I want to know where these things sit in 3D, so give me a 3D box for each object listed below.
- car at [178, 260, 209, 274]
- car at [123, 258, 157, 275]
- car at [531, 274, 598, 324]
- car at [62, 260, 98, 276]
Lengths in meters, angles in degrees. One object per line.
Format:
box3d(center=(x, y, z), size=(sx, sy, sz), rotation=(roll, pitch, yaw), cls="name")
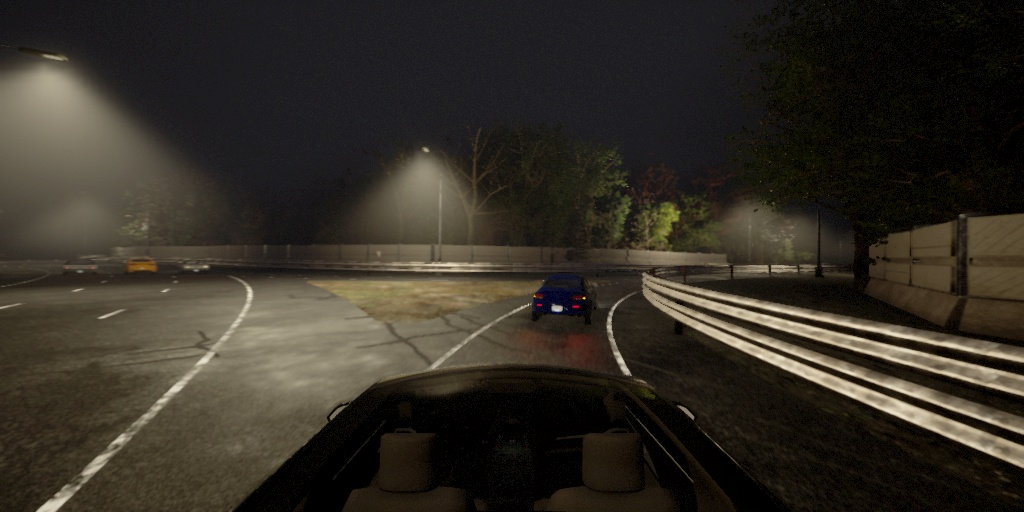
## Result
box3d(center=(-30.924, 1.050, 34.771), size=(4.718, 1.301, 1.895), rotation=(1, 0, 42), cls="car")
box3d(center=(-33.754, 0.888, 32.551), size=(5.008, 1.535, 1.882), rotation=(1, 0, 41), cls="car")
box3d(center=(1.888, 1.321, 12.303), size=(1.812, 1.442, 4.674), rotation=(0, 0, 16), cls="car")
box3d(center=(-36.936, 0.969, 30.721), size=(4.718, 1.301, 1.895), rotation=(1, 0, 40), cls="car")
